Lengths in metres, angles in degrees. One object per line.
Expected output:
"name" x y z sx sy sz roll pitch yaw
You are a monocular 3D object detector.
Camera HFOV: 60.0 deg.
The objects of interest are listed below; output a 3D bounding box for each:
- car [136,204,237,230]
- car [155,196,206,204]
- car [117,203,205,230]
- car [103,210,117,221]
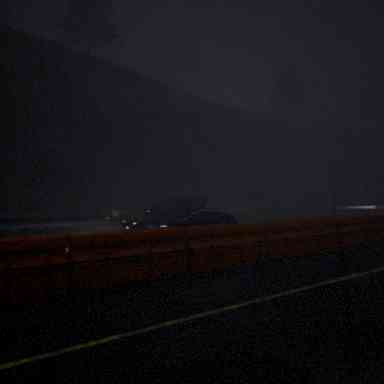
"car" 0.043 1.561 16.731 4.902 1.511 2.128 1 0 -34
"car" -1.350 1.314 24.224 5.566 2.045 2.150 0 0 -33
"car" -1.407 1.622 20.006 5.357 1.411 2.033 1 0 -34
"car" -4.507 1.684 26.330 4.718 1.301 1.895 0 0 -33
